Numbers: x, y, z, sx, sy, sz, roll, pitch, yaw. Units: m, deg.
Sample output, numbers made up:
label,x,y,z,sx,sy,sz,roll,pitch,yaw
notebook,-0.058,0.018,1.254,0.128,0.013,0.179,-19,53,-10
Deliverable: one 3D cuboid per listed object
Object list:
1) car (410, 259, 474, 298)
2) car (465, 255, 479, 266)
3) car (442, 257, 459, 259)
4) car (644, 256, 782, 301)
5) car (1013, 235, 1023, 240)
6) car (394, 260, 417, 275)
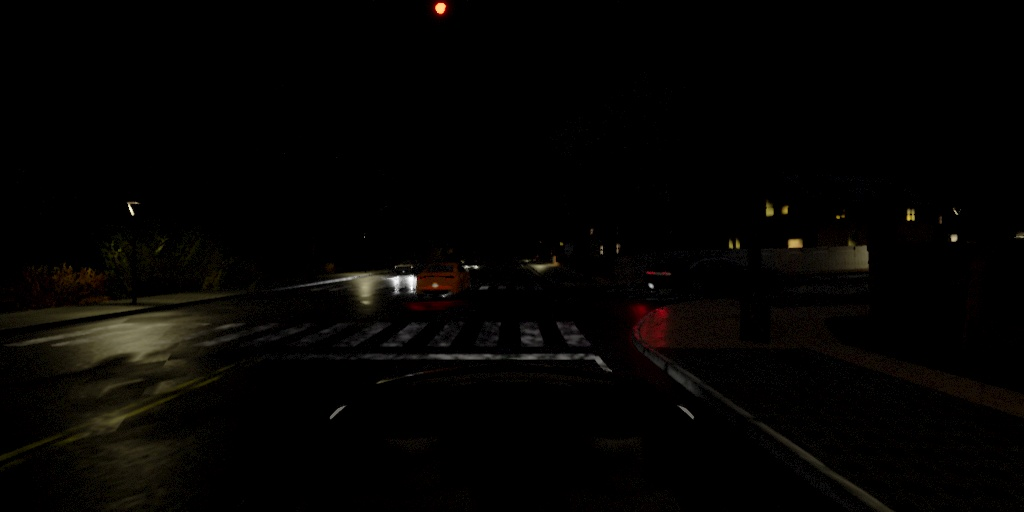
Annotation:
label,x,y,z,sx,sy,sz,roll,pitch,yaw
car,-3.193,1.078,17.424,1.882,1.535,5.008,-1,0,0
car,-6.534,0.667,58.299,2.097,1.767,4.553,0,0,1
car,-6.595,0.989,33.406,2.128,1.511,4.902,0,0,0
car,7.251,0.755,13.036,4.902,1.511,2.128,-2,-1,-12
car,28.218,-0.162,18.914,5.566,2.045,2.150,-2,0,-10
car,-9.844,1.088,34.775,1.895,1.301,4.718,0,0,0
